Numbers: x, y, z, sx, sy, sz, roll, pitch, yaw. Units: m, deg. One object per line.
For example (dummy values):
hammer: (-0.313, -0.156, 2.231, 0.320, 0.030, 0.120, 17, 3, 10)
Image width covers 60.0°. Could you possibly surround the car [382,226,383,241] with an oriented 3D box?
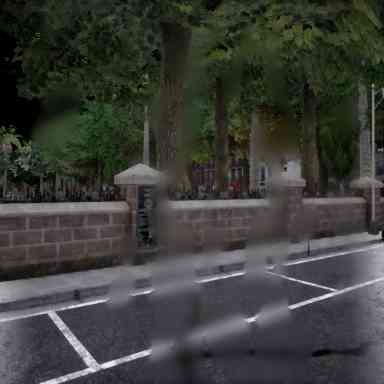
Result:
car: (9.742, 1.310, 13.489, 5.009, 1.841, 2.192, 0, 0, -36)
